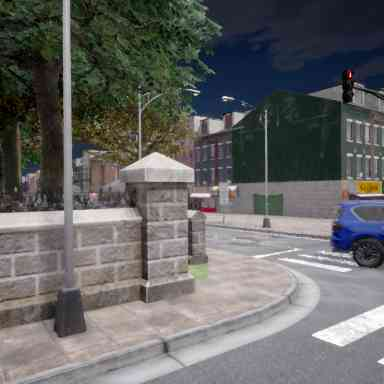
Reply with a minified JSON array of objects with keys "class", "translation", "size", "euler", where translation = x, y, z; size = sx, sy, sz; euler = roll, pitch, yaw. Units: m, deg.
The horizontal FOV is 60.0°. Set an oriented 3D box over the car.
[{"class":"car","translation":[7.165,1.269,10.132],"size":[5.566,2.045,2.150],"euler":[-1,0,32]}]
